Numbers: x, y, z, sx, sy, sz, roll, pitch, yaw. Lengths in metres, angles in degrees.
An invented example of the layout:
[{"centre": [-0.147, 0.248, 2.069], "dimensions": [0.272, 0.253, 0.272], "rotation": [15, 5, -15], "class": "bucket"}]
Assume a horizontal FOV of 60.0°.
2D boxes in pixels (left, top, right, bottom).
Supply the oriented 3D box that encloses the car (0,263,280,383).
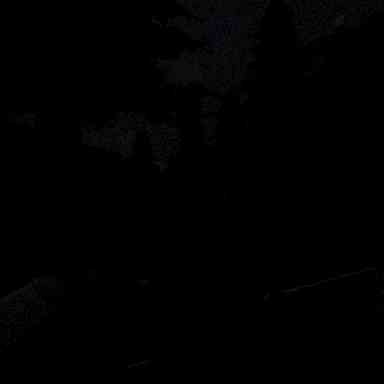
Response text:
[{"centre": [-1.128, 1.526, 3.169], "dimensions": [4.674, 1.442, 1.812], "rotation": [0, 0, -35], "class": "car"}]
